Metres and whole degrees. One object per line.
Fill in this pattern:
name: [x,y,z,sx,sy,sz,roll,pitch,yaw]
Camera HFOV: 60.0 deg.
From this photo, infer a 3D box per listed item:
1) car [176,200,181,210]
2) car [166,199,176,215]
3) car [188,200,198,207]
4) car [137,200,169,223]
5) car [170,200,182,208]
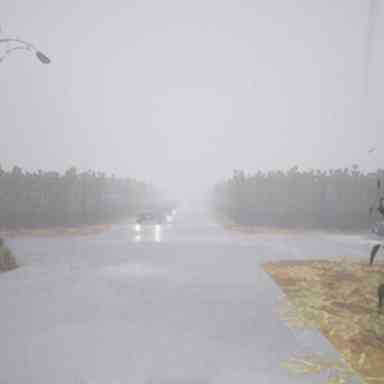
car: [-3.113,1.783,47.079,2.128,1.511,4.902,0,-1,0]
car: [-3.137,1.669,37.037,1.882,1.535,5.008,0,0,0]
car: [0.211,2.387,69.588,1.895,1.301,4.718,0,-1,0]
car: [-3.207,1.661,26.976,1.837,1.490,4.892,0,-1,2]
car: [-3.003,2.227,63.147,2.033,1.411,5.357,0,-1,0]
